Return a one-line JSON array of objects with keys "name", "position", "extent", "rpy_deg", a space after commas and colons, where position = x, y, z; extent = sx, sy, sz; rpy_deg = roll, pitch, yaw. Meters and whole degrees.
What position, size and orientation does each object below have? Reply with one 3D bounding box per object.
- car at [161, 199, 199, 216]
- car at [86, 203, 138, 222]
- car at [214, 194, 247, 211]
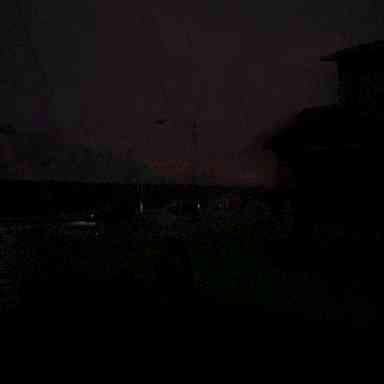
[{"name": "car", "position": [-1.123, 1.529, 33.629], "extent": [1.837, 1.490, 4.892], "rpy_deg": [0, 0, 35]}, {"name": "car", "position": [-6.278, 1.589, 26.387], "extent": [1.994, 1.385, 4.181], "rpy_deg": [0, 0, 35]}, {"name": "car", "position": [5.006, 1.245, 42.216], "extent": [2.150, 2.045, 5.566], "rpy_deg": [0, 0, 36]}]
